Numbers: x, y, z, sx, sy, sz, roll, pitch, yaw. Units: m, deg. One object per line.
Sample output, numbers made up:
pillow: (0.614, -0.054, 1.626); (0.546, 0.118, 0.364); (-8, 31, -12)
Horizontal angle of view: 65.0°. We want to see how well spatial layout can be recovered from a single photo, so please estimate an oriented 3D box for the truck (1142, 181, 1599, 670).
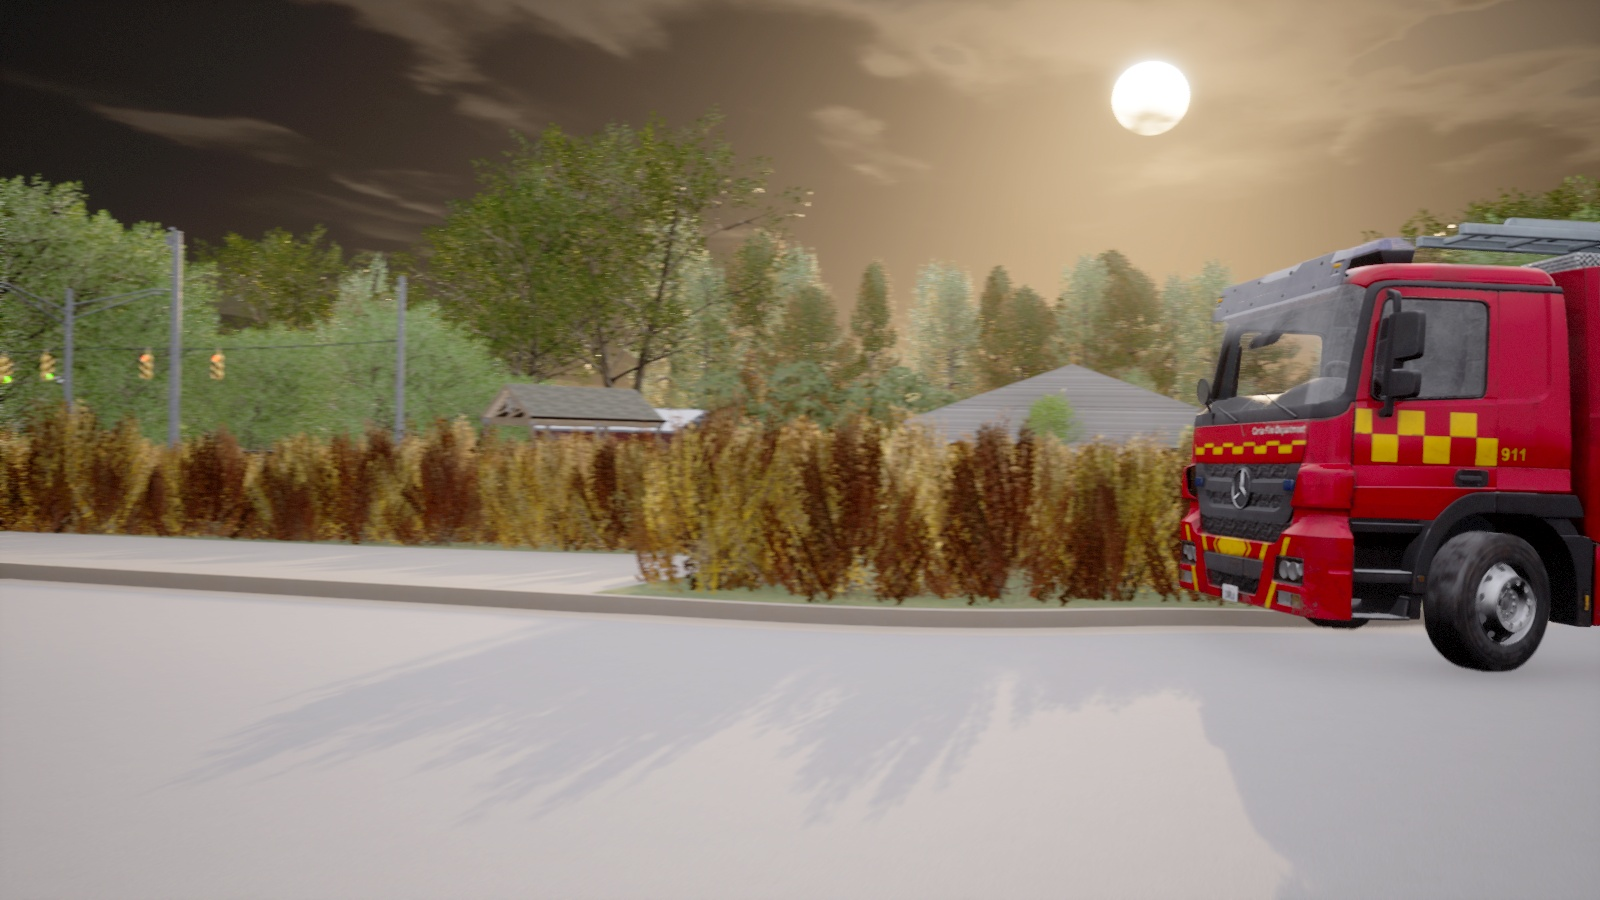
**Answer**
truck: (7.879, -0.076, 11.747); (8.468, 3.827, 2.891); (2, -1, -5)
